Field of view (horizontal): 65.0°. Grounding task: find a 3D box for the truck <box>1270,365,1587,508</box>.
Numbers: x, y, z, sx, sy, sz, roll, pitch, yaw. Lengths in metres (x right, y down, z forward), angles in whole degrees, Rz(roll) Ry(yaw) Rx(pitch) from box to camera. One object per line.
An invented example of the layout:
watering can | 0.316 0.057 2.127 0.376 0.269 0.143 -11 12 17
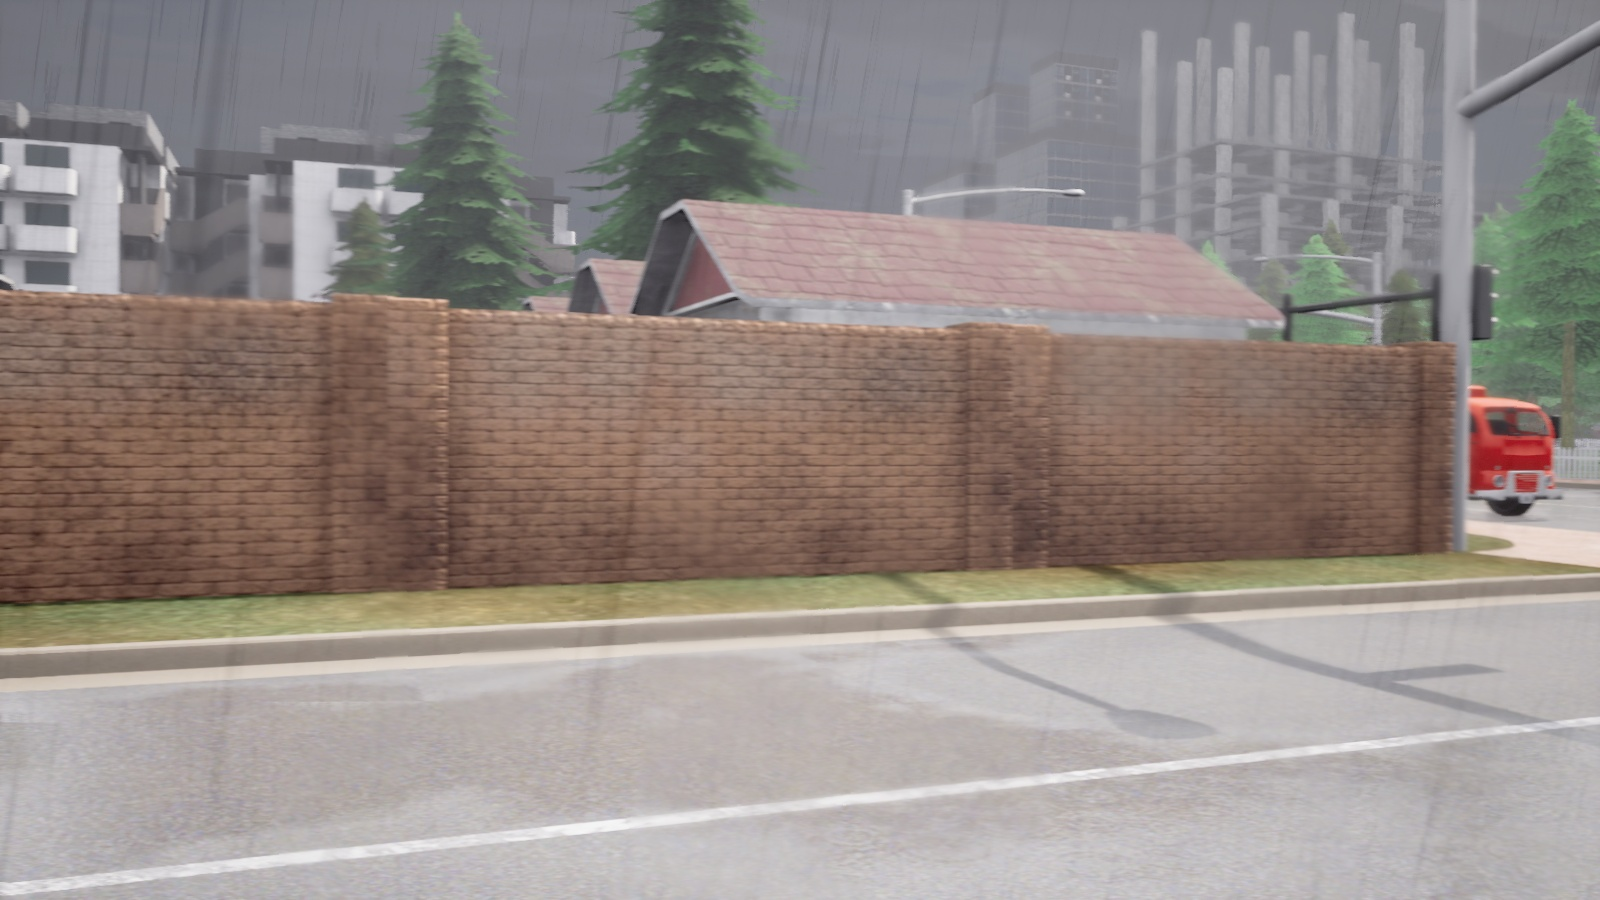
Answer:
truck | 12.063 -0.285 24.609 2.627 2.467 5.204 -1 1 -19
